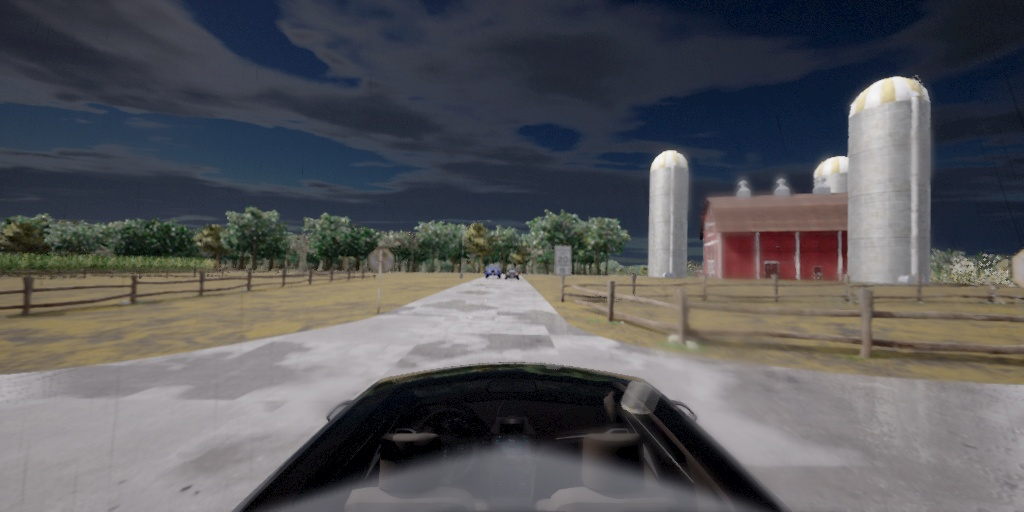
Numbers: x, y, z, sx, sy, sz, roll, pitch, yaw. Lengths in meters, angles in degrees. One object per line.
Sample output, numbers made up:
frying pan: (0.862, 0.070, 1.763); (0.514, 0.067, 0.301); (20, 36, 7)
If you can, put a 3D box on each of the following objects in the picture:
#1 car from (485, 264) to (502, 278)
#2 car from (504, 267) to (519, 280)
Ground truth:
car: (-2.702, 2.218, 53.064); (2.150, 2.045, 5.566); (2, -2, 0)
car: (0.035, 2.477, 48.481); (1.812, 1.442, 4.674); (2, -2, 0)
